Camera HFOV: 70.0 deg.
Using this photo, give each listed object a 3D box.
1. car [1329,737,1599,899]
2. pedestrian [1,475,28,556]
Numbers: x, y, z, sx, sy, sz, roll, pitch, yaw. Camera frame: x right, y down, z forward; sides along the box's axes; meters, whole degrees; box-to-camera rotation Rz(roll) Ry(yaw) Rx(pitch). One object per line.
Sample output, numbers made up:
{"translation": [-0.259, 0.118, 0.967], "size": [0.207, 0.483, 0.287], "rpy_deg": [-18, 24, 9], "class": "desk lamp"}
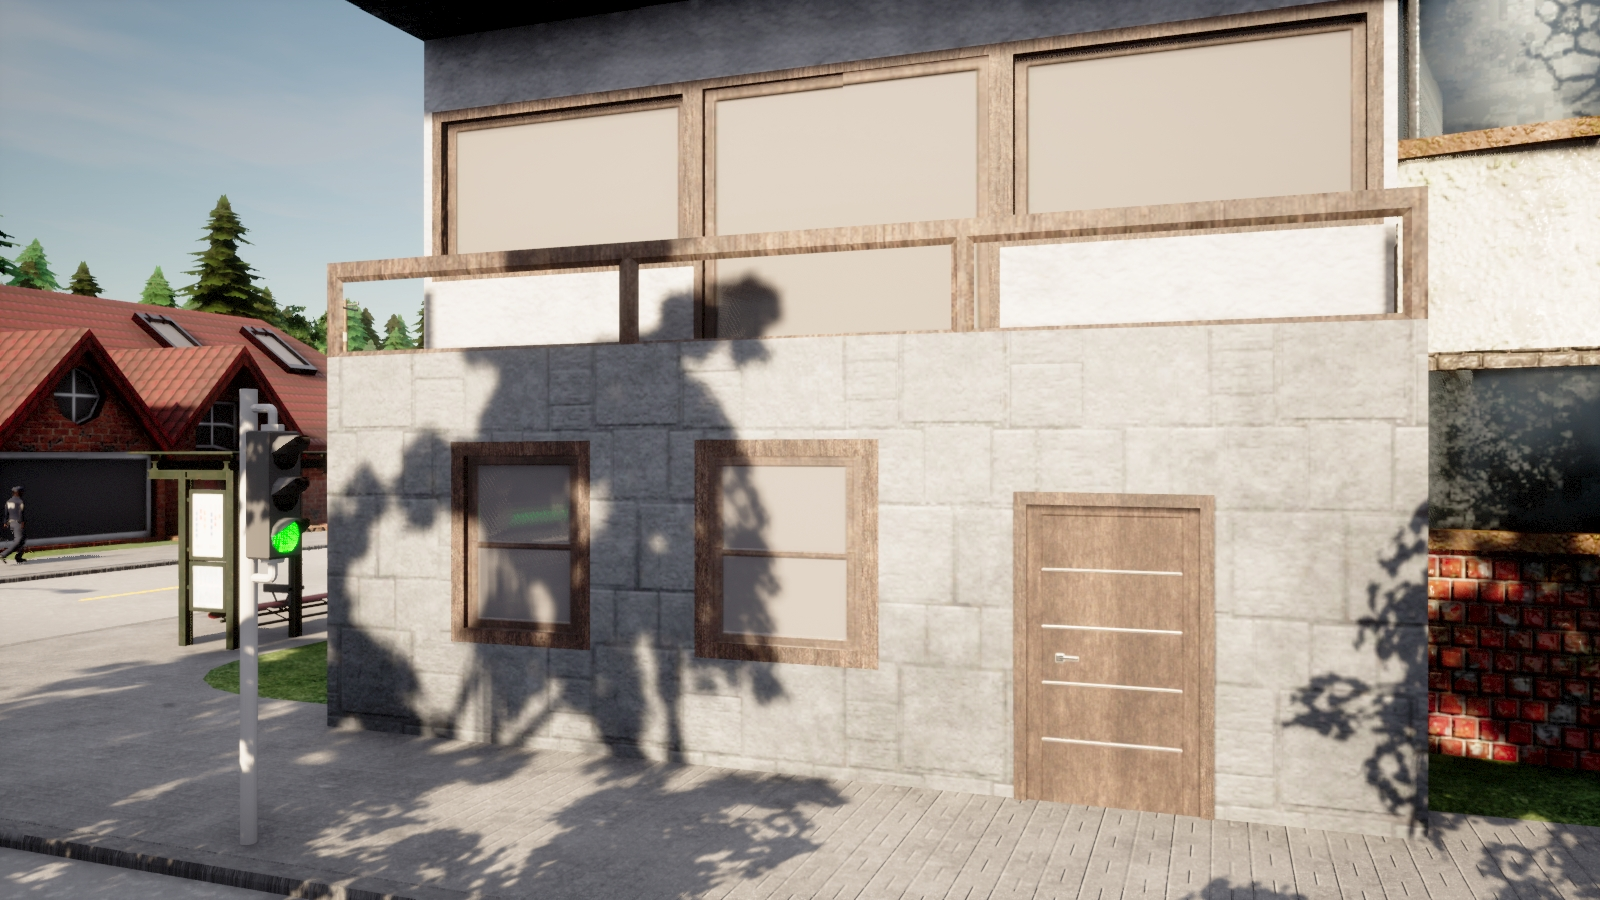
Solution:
{"translation": [3.308, 1.809, 2.588], "size": [3.705, 1.549, 1.789], "rpy_deg": [0, 0, 20], "class": "car"}
{"translation": [-18.415, 1.524, 26.789], "size": [0.375, 1.860, 0.375], "rpy_deg": [0, 0, 22], "class": "pedestrian"}
